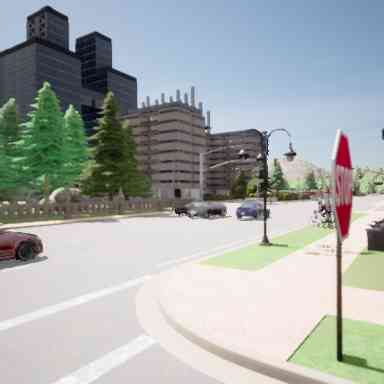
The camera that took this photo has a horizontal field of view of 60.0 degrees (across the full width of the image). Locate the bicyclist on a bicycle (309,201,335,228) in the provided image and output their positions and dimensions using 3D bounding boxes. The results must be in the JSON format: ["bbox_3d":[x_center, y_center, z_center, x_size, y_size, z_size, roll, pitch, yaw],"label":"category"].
[{"bbox_3d":[8.014,1.378,20.400,1.656,1.620,0.582,-1,0,33],"label":"bicyclist on a bicycle"}]

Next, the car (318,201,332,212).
[{"bbox_3d":[16.388,1.671,38.550,4.181,1.385,1.994,0,0,-42],"label":"car"}]

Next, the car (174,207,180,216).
[{"bbox_3d":[0.146,1.772,34.722,1.895,1.301,4.718,0,0,34],"label":"car"}]

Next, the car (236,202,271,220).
[{"bbox_3d":[5.551,1.652,29.947,1.812,1.442,4.674,0,0,33],"label":"car"}]

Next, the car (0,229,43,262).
[{"bbox_3d":[-7.068,1.677,10.701,1.994,1.385,4.181,0,0,33],"label":"car"}]

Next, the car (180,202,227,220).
[{"bbox_3d":[1.416,1.640,30.311,2.128,1.511,4.902,0,0,34],"label":"car"}]
